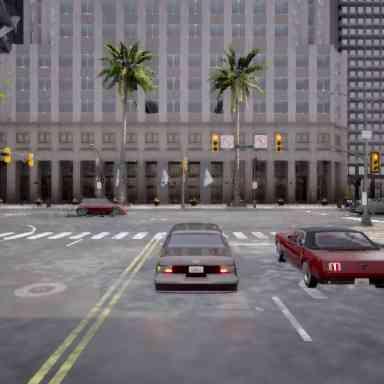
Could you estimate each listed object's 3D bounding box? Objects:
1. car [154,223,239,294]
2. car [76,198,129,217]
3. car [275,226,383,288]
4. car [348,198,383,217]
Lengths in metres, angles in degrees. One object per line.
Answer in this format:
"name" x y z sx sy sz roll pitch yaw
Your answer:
"car" 0.099 1.547 8.950 2.033 1.411 5.357 0 0 0
"car" -8.199 1.352 30.717 4.553 1.767 2.097 0 0 0
"car" 3.646 1.601 9.216 1.895 1.301 4.718 0 0 2
"car" 17.301 1.547 30.604 5.357 1.411 2.033 0 0 0
